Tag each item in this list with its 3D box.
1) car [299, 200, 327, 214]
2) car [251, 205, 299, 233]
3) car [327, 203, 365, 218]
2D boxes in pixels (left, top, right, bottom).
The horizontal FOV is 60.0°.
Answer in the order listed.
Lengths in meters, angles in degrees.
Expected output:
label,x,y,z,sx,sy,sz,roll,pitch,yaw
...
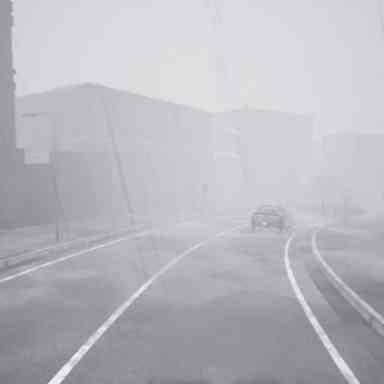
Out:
label,x,y,z,sx,sy,sz,roll,pitch,yaw
car,14.275,1.682,38.793,5.008,1.535,1.882,2,2,-41
car,5.004,1.559,20.504,2.128,1.511,4.902,2,0,25
car,17.344,1.958,36.617,4.902,1.511,2.128,2,2,-41
